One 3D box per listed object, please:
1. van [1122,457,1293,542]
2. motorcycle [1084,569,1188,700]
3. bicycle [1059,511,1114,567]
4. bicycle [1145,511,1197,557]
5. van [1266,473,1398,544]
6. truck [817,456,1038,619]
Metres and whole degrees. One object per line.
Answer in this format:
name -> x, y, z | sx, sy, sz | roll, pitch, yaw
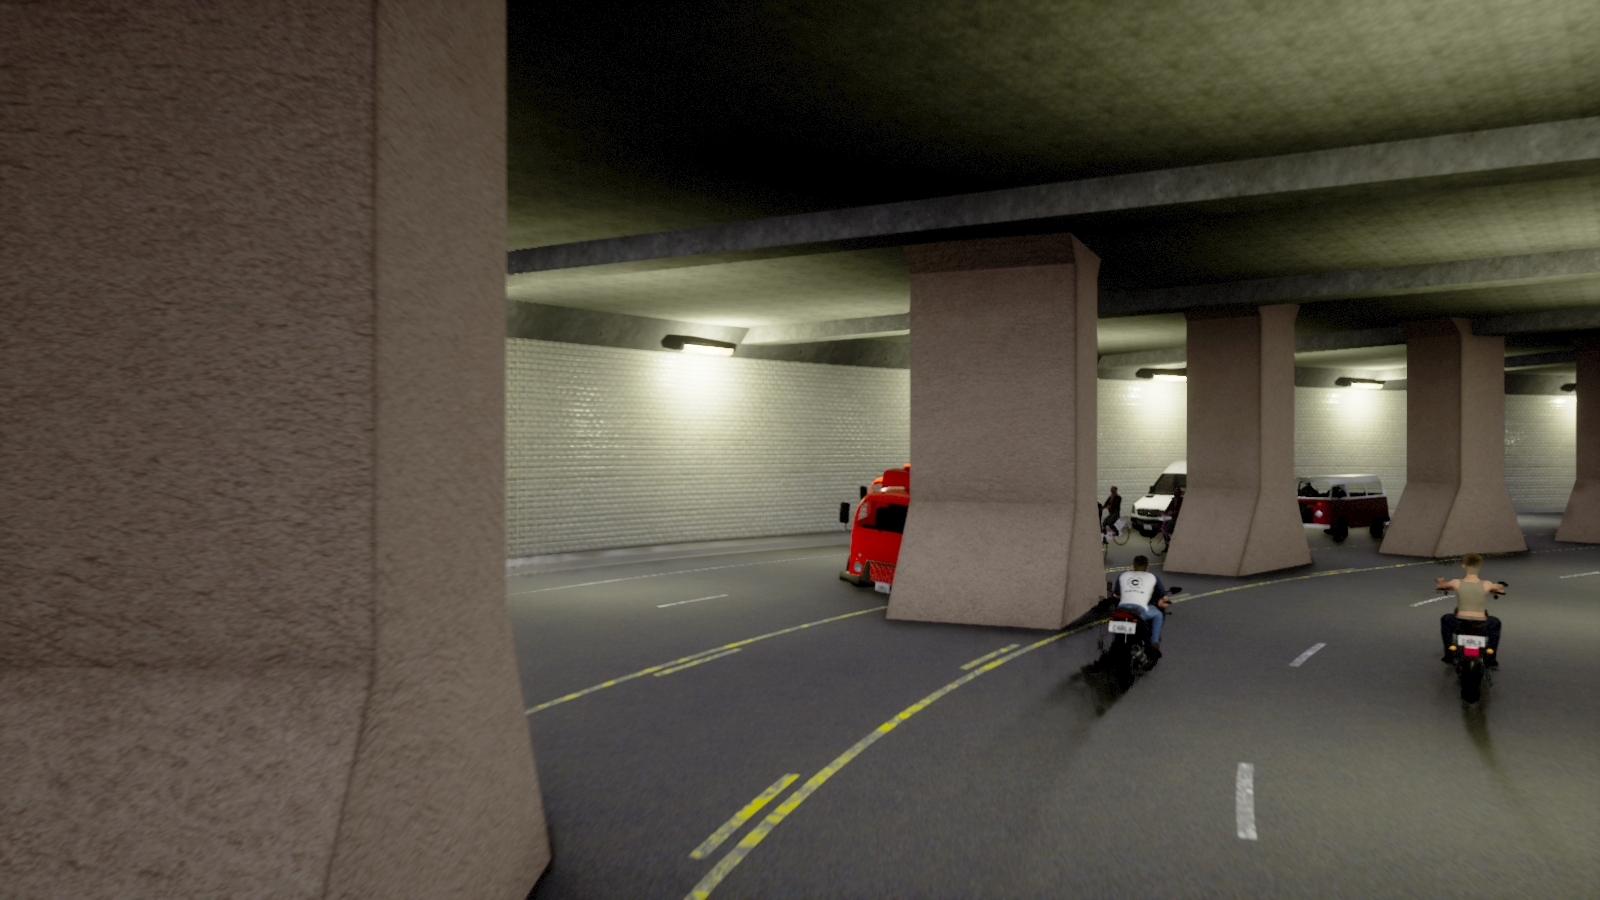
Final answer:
van -> 13.346, 1.538, 37.244 | 5.915, 2.561, 1.988 | 0, 0, -32
motorcycle -> 4.102, 2.175, 13.832 | 0.803, 1.224, 2.033 | 1, 0, 28
bicycle -> 7.055, 2.172, 28.100 | 1.835, 1.251, 0.329 | 0, 0, -42
bicycle -> 9.942, 2.236, 30.571 | 1.835, 1.126, 0.329 | 0, 0, -37
van -> 16.975, 1.787, 36.351 | 4.480, 2.038, 2.069 | 0, 0, -39
truck -> 2.865, 1.668, 24.387 | 2.627, 2.467, 5.204 | 7, 7, 30
